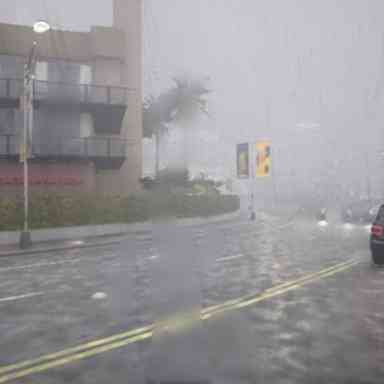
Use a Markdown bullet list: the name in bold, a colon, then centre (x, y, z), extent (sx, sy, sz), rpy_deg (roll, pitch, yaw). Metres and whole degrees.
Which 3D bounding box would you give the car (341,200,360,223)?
- **car**: centre (13.659, 1.586, 27.536), extent (2.097, 1.767, 4.553), rpy_deg (-1, -1, 19)

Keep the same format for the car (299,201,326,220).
- **car**: centre (11.271, 1.645, 31.270), extent (2.097, 1.767, 4.553), rpy_deg (-1, -1, 15)

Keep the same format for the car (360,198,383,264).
- **car**: centre (7.824, 1.307, 11.309), extent (2.150, 2.045, 5.566), rpy_deg (-1, 0, 43)
